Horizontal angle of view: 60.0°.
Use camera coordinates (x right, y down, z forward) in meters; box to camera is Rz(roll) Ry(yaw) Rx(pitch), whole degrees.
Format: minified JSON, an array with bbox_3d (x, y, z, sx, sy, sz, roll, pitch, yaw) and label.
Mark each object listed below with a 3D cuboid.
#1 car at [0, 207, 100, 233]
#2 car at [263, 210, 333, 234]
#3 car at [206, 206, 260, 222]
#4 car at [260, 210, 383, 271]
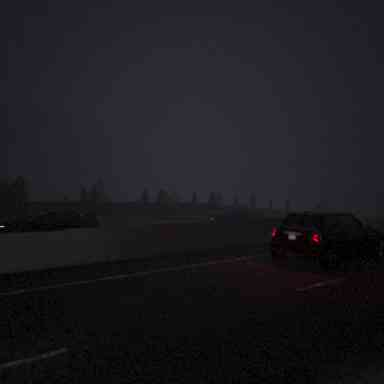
[{"bbox_3d":[-6.968,1.516,16.216,4.902,1.511,2.128,0,0,-35],"label":"car"},{"bbox_3d":[7.070,1.929,21.921,4.718,1.301,1.895,3,-2,-35],"label":"car"},{"bbox_3d":[3.793,1.925,28.180,5.357,1.411,2.033,4,-2,-35],"label":"car"},{"bbox_3d":[4.808,1.440,11.469,4.553,1.767,2.097,1,-1,-35],"label":"car"}]
